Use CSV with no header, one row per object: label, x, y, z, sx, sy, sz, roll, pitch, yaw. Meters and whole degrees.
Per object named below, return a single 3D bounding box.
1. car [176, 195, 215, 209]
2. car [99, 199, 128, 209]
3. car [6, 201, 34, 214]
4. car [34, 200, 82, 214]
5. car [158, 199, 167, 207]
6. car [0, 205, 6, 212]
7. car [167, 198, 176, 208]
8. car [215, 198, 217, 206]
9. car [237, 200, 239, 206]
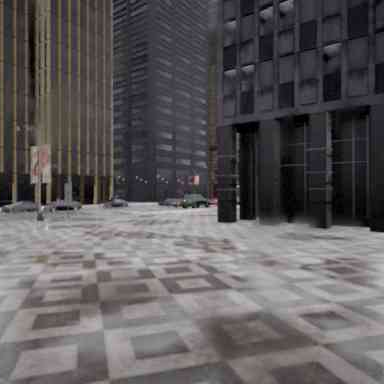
car,0.576,1.434,49.676,2.150,2.045,5.566,0,0,37
car,-11.688,1.757,49.737,1.812,1.442,4.674,0,0,37
car,-19.762,1.774,38.907,1.994,1.385,4.181,0,0,36
car,-15.404,1.695,39.318,2.128,1.511,4.902,0,0,37
car,-3.360,1.784,55.402,2.033,1.411,5.357,0,0,37
car,-21.231,1.412,31.493,2.150,2.045,5.566,0,0,37
car,-1.075,1.773,52.874,2.033,1.411,5.357,0,0,37
car,4.553,1.805,60.528,1.994,1.385,4.181,0,0,37
car,6.912,1.735,58.253,1.837,1.490,4.892,0,0,37
